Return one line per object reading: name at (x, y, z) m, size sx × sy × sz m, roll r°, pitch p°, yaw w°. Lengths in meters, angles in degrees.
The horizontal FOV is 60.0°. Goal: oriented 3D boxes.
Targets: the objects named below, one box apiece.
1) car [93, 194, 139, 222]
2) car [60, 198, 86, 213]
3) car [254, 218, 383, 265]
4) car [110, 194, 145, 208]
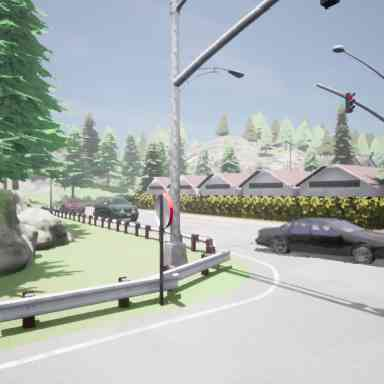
car at (-6.422, 1.414, 27.695) m, size 2.150 × 2.045 × 5.566 m, roll 0°, pitch 0°, yaw -35°
car at (-13.870, 1.541, 38.653) m, size 2.097 × 1.767 × 4.553 m, roll 0°, pitch 0°, yaw -32°
car at (4.911, 1.679, 12.353) m, size 2.033 × 1.411 × 5.357 m, roll 0°, pitch -2°, yaw -43°
car at (-10.432, 1.398, 54.088) m, size 2.150 × 2.045 × 5.566 m, roll 0°, pitch 0°, yaw 37°
